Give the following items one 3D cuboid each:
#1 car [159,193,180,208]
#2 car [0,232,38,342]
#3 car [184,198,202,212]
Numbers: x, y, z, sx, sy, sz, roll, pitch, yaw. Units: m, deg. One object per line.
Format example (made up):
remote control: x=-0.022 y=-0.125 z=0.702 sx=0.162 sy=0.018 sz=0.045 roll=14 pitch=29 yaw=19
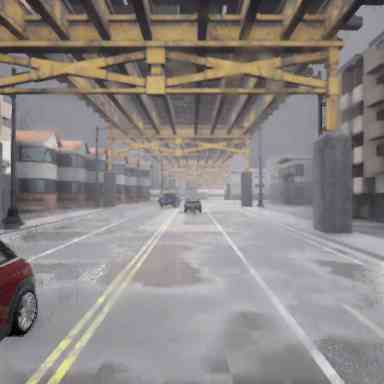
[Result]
car: x=-3.107 y=1.109 z=47.201 sx=2.150 sy=2.045 sz=5.566 roll=0 pitch=0 yaw=7
car: x=-3.600 y=1.348 z=3.588 sx=2.097 sy=1.767 sz=4.553 roll=0 pitch=0 yaw=0
car: x=0.110 y=1.403 z=36.894 sx=2.128 sy=1.511 sz=4.902 roll=0 pitch=0 yaw=0
